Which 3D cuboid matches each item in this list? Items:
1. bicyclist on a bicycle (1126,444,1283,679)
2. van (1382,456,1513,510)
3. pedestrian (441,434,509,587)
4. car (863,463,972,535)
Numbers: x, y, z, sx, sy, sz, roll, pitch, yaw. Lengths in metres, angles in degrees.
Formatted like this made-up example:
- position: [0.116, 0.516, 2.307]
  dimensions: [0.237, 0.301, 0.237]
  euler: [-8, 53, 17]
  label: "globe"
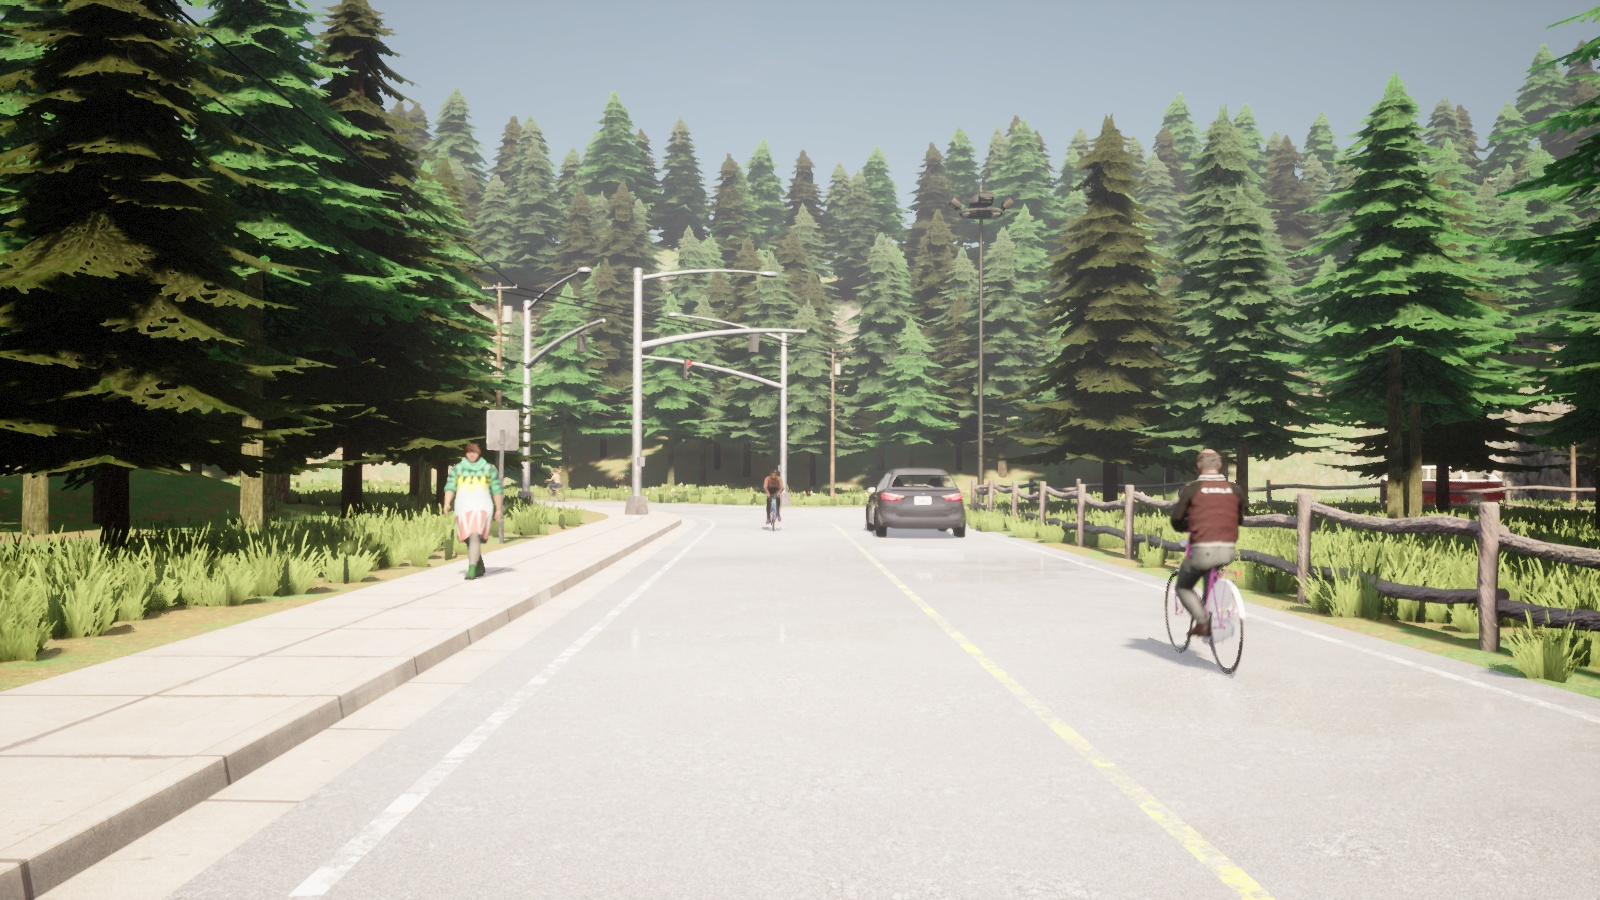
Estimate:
- position: [3.301, 0.855, 10.419]
  dimensions: [0.659, 1.776, 1.843]
  euler: [0, -1, -1]
  label: "bicyclist on a bicycle"
- position: [25.584, 1.305, 49.760]
  dimensions: [4.480, 2.038, 2.069]
  euler: [-1, -2, 26]
  label: "van"
- position: [-4.241, 0.777, 16.427]
  dimensions: [0.659, 1.952, 0.873]
  euler: [0, -1, 1]
  label: "pedestrian"
- position: [2.875, 1.190, 31.854]
  dimensions: [2.242, 1.667, 4.611]
  euler: [0, -1, -1]
  label: "car"
